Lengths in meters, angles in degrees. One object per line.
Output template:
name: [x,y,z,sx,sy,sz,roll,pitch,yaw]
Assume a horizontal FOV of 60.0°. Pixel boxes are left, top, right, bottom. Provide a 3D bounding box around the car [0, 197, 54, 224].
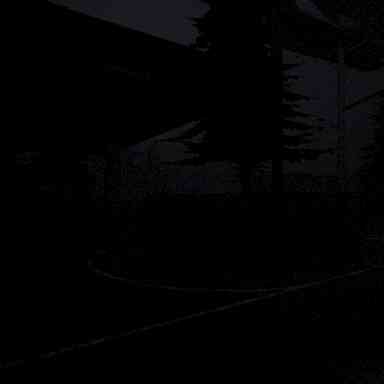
car: [-11.955,1.313,23.487,3.866,1.878,1.905,0,0,-36]
